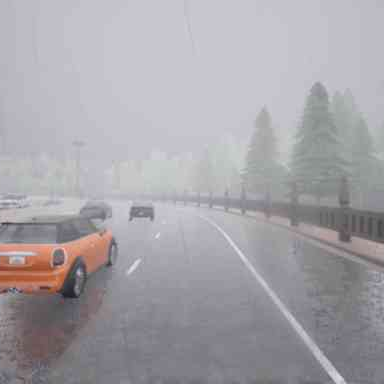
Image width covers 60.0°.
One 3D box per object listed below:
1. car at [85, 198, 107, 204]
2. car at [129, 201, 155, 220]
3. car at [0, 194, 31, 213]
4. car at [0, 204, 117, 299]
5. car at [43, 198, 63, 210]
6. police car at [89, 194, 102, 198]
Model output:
[{"bbox_3d":[-7.458,1.484,26.081,2.128,1.511,4.902,0,0,-5],"label":"car"},{"bbox_3d":[-4.101,1.470,27.661,1.882,1.535,5.008,0,0,-6],"label":"car"},{"bbox_3d":[-20.014,1.211,37.439,2.150,2.045,5.566,0,0,-13],"label":"car"},{"bbox_3d":[-3.398,1.349,8.592,2.097,1.767,4.553,0,0,0],"label":"car"},{"bbox_3d":[-17.748,1.514,42.622,1.812,1.442,4.674,0,0,-16],"label":"car"},{"bbox_3d":[-26.344,1.400,90.090,1.930,1.638,5.238,0,0,-41],"label":"police car"}]
